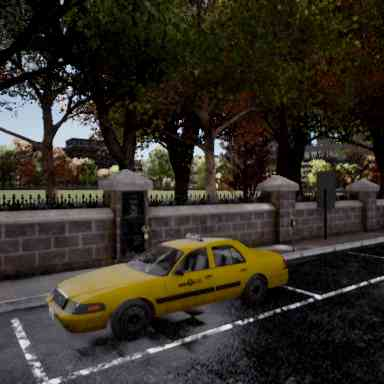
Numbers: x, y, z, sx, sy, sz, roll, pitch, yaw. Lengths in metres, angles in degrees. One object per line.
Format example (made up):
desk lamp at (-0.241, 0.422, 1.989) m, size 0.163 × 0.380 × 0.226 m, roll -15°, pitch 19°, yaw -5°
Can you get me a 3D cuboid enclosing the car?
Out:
car at (-0.172, 1.521, 6.448) m, size 4.829 × 1.417 × 1.752 m, roll 0°, pitch 0°, yaw -36°
